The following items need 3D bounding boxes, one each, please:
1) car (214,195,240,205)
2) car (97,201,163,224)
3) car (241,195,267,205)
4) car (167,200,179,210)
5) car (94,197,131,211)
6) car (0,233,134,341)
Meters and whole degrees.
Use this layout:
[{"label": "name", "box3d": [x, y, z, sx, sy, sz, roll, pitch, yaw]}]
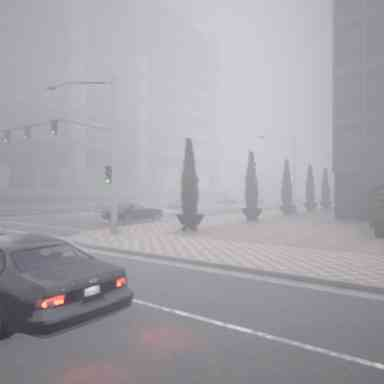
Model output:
[{"label": "car", "box3d": [5.761, 1.571, 56.668, 1.895, 1.301, 4.718, 0, 0, 36]}, {"label": "car", "box3d": [-4.324, 1.581, 24.813, 1.895, 1.301, 4.718, 0, 0, 38]}, {"label": "car", "box3d": [10.794, 1.588, 57.595, 1.895, 1.301, 4.718, 0, 0, 36]}, {"label": "car", "box3d": [-1.155, 1.537, 41.240, 1.994, 1.385, 4.181, 0, 0, 36]}, {"label": "car", "box3d": [-8.608, 1.321, 36.913, 2.097, 1.767, 4.553, 0, 0, 36]}, {"label": "car", "box3d": [-3.548, 1.539, 6.492, 5.357, 1.411, 2.033, 0, 0, 36]}]
